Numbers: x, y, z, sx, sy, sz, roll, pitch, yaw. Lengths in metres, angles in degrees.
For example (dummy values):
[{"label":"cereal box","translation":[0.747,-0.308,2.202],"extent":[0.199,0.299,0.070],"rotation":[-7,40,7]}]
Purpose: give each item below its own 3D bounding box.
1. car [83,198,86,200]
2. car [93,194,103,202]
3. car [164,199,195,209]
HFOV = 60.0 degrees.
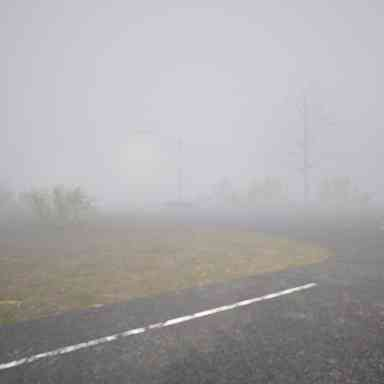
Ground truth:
[{"label":"car","translation":[-18.793,1.024,53.403],"extent":[2.150,2.045,5.566],"rotation":[0,0,-38]},{"label":"car","translation":[-19.109,1.241,65.469],"extent":[1.837,1.490,4.892],"rotation":[0,0,-37]},{"label":"car","translation":[-1.694,1.493,42.436],"extent":[1.895,1.301,4.718],"rotation":[0,0,-37]}]
